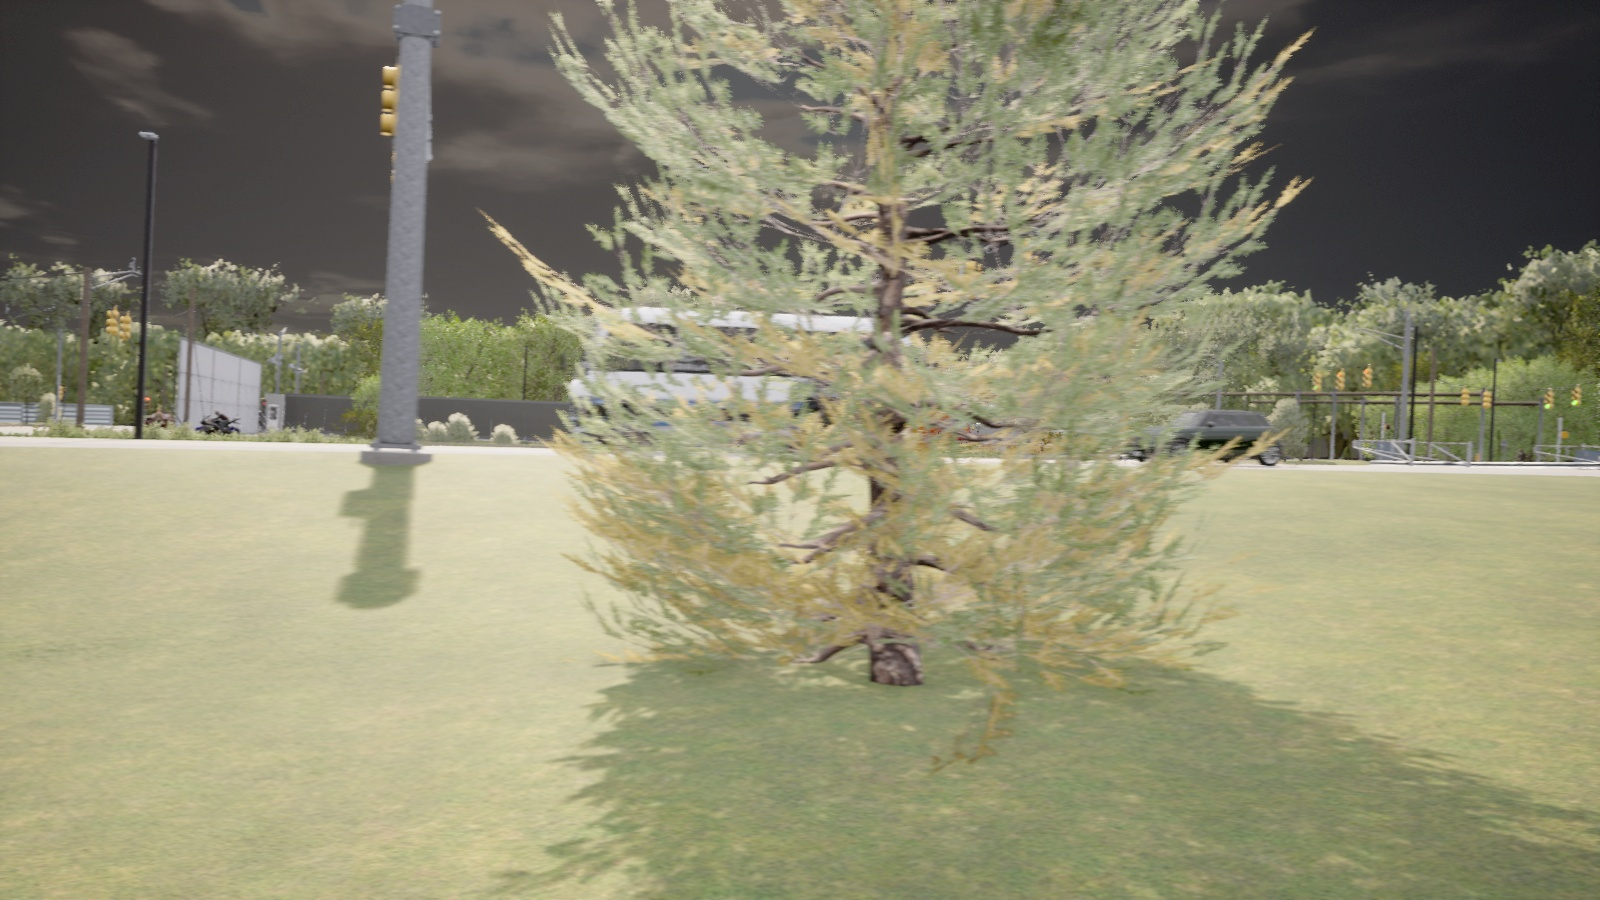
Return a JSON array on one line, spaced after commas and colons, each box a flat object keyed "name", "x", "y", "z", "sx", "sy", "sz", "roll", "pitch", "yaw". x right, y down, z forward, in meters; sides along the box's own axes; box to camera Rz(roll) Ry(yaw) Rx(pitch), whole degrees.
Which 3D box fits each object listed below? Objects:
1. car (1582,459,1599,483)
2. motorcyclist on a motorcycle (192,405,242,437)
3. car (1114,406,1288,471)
[{"name": "car", "x": 53.748, "y": 1.434, "z": 81.992, "sx": 4.514, "sy": 1.525, "sz": 2.007, "roll": 1, "pitch": 1, "yaw": -16}, {"name": "motorcyclist on a motorcycle", "x": -30.523, "y": -1.512, "z": 65.770, "sx": 2.191, "sy": 1.530, "sz": 0.866, "roll": 2, "pitch": 0, "yaw": -15}, {"name": "car", "x": 12.083, "y": -0.342, "z": 37.903, "sx": 4.553, "sy": 1.767, "sz": 2.097, "roll": 2, "pitch": 1, "yaw": -15}]
